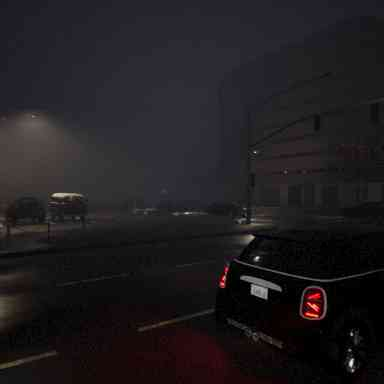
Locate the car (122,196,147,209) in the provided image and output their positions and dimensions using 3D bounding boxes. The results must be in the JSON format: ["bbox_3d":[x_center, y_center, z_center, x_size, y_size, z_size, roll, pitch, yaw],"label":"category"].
[{"bbox_3d":[-8.243,1.407,47.605,2.097,1.767,4.553,0,0,-35],"label":"car"}]

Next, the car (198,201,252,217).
[{"bbox_3d":[3.208,1.603,31.455,2.033,1.411,5.357,0,0,-35],"label":"car"}]

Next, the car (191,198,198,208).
[{"bbox_3d":[-0.516,1.619,49.139,1.994,1.385,4.181,0,0,-35],"label":"car"}]

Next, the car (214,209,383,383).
[{"bbox_3d":[2.637,1.352,5.682,4.553,1.767,2.097,0,0,-35],"label":"car"}]

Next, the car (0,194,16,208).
[{"bbox_3d":[-31.674,1.209,56.493,1.932,1.855,4.605,0,0,-35],"label":"car"}]

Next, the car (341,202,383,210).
[{"bbox_3d":[14.712,1.561,27.691,1.812,1.442,4.674,0,0,-35],"label":"car"}]

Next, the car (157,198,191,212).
[{"bbox_3d":[-2.483,1.581,39.489,1.812,1.442,4.674,0,0,-36],"label":"car"}]
